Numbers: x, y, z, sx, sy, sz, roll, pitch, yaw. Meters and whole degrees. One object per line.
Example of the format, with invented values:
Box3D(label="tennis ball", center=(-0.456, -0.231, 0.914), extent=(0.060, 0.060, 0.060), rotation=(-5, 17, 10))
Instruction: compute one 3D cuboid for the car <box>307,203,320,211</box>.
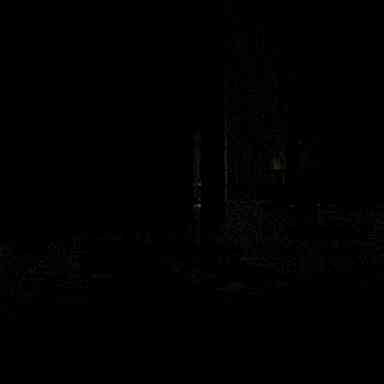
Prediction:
Box3D(label="car", center=(12.960, 1.583, 40.097), extent=(1.895, 1.301, 4.718), rotation=(0, 0, -35))

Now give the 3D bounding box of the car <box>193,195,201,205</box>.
Box3D(label="car", center=(-0.340, 1.336, 59.068), extent=(2.097, 1.767, 4.553), rotation=(0, 0, -35))

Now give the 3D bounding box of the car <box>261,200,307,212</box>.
Box3D(label="car", center=(10.289, 1.589, 38.243), extent=(1.895, 1.301, 4.718), rotation=(0, 0, -35))
